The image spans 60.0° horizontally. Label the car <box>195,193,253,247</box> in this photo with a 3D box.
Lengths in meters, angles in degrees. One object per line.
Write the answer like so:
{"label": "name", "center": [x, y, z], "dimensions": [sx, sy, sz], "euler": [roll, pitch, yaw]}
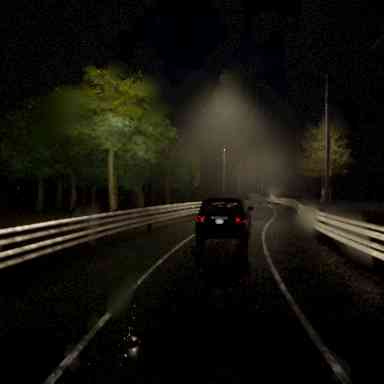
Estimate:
{"label": "car", "center": [1.592, 1.229, 15.408], "dimensions": [2.150, 2.045, 5.566], "euler": [0, 0, 11]}

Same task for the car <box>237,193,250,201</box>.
{"label": "car", "center": [12.603, 1.187, 81.972], "dimensions": [2.150, 2.045, 5.566], "euler": [0, 0, -3]}
